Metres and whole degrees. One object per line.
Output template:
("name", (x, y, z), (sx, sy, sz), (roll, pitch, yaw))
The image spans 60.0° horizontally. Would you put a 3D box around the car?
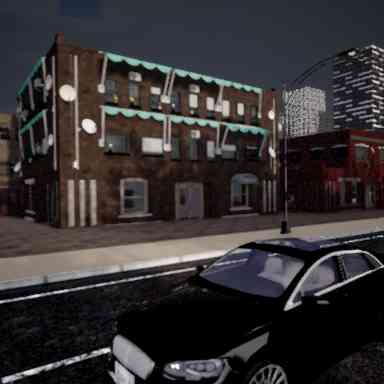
("car", (1.278, 1.467, 4.661), (4.902, 1.511, 2.128), (0, 0, -39))
